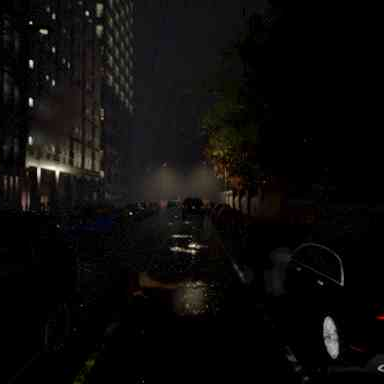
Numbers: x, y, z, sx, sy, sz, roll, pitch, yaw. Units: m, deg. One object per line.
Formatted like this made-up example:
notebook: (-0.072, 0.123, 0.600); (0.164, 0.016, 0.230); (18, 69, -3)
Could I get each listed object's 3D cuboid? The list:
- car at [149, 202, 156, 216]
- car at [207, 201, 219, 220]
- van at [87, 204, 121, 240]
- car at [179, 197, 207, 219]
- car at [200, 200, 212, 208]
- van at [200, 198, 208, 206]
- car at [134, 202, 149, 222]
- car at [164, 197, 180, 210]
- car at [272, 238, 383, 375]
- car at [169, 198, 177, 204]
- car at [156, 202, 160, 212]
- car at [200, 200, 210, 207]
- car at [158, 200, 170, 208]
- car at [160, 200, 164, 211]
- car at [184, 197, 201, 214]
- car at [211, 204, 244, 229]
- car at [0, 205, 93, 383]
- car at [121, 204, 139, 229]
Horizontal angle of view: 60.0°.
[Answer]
car: (-5.271, 1.829, 34.716); (1.967, 1.590, 4.097); (0, -1, 0)
car: (2.602, 1.769, 29.156); (1.967, 1.590, 4.097); (0, -1, 0)
van: (-5.292, 1.546, 18.083); (1.690, 1.788, 3.998); (0, -1, 0)
car: (0.124, 1.601, 33.804); (2.150, 2.045, 5.566); (0, -1, 0)
car: (2.644, 2.242, 62.424); (2.008, 1.369, 4.403); (0, -1, 0)
van: (2.658, 2.150, 73.517); (1.690, 1.788, 3.998); (0, -1, 0)
car: (-5.278, 1.768, 29.171); (1.967, 1.590, 4.097); (0, -1, 0)
car: (-2.773, 1.804, 52.537); (2.150, 2.045, 5.566); (0, -1, 0)
car: (2.756, 1.573, 5.853); (1.837, 1.490, 4.892); (0, -1, 0)
car: (-5.201, 2.423, 90.162); (1.967, 1.590, 4.097); (0, -1, 0)
car: (-5.265, 1.974, 40.089); (1.752, 1.417, 4.829); (0, -1, 0)
car: (2.651, 2.295, 67.970); (1.887, 1.381, 4.507); (0, -1, 0)
car: (-5.236, 2.235, 62.438); (1.887, 1.381, 4.507); (0, -1, 0)
car: (-5.258, 2.092, 45.803); (1.802, 1.307, 4.206); (0, -1, 0)
car: (0.099, 1.719, 44.547); (2.150, 2.045, 5.566); (0, -1, 1)
car: (2.595, 1.812, 23.610); (1.887, 1.381, 4.507); (0, -1, 0)
car: (-2.859, 1.260, 3.086); (2.150, 2.045, 5.566); (0, -1, 0)
car: (-5.286, 1.817, 23.626); (2.008, 1.369, 4.403); (0, -1, 0)
